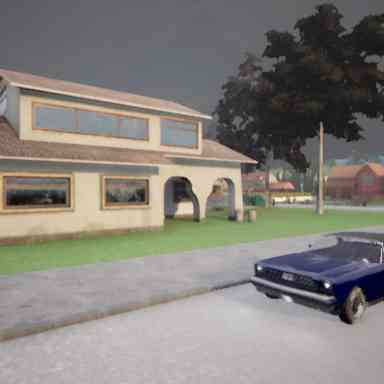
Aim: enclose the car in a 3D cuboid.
[{"bbox_3d":[3.471,1.586,7.235,4.718,1.301,1.895,0,0,-37],"label":"car"}]
